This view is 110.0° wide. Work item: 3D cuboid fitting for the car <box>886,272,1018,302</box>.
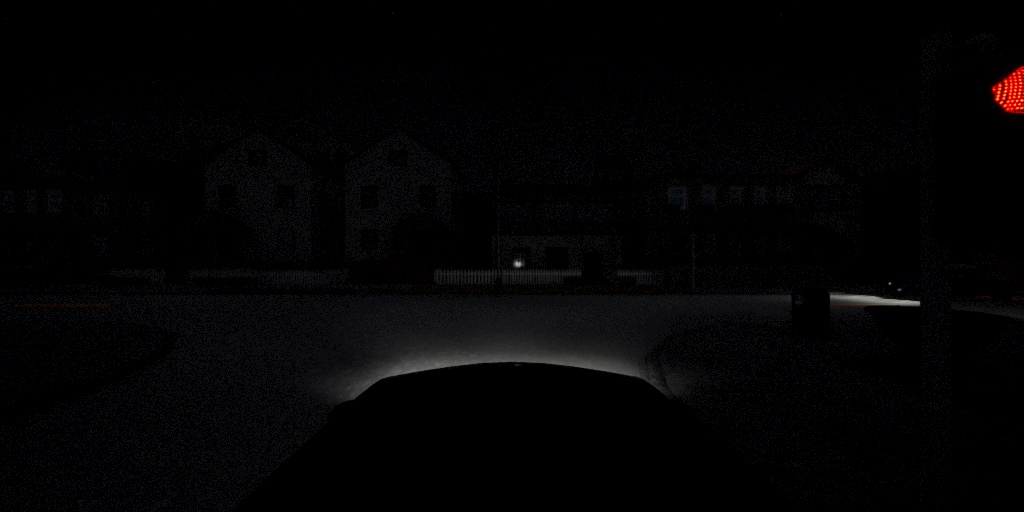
[{"bbox_3d":[20.104,1.263,16.455,4.674,1.442,1.812,0,0,0],"label":"car"}]
